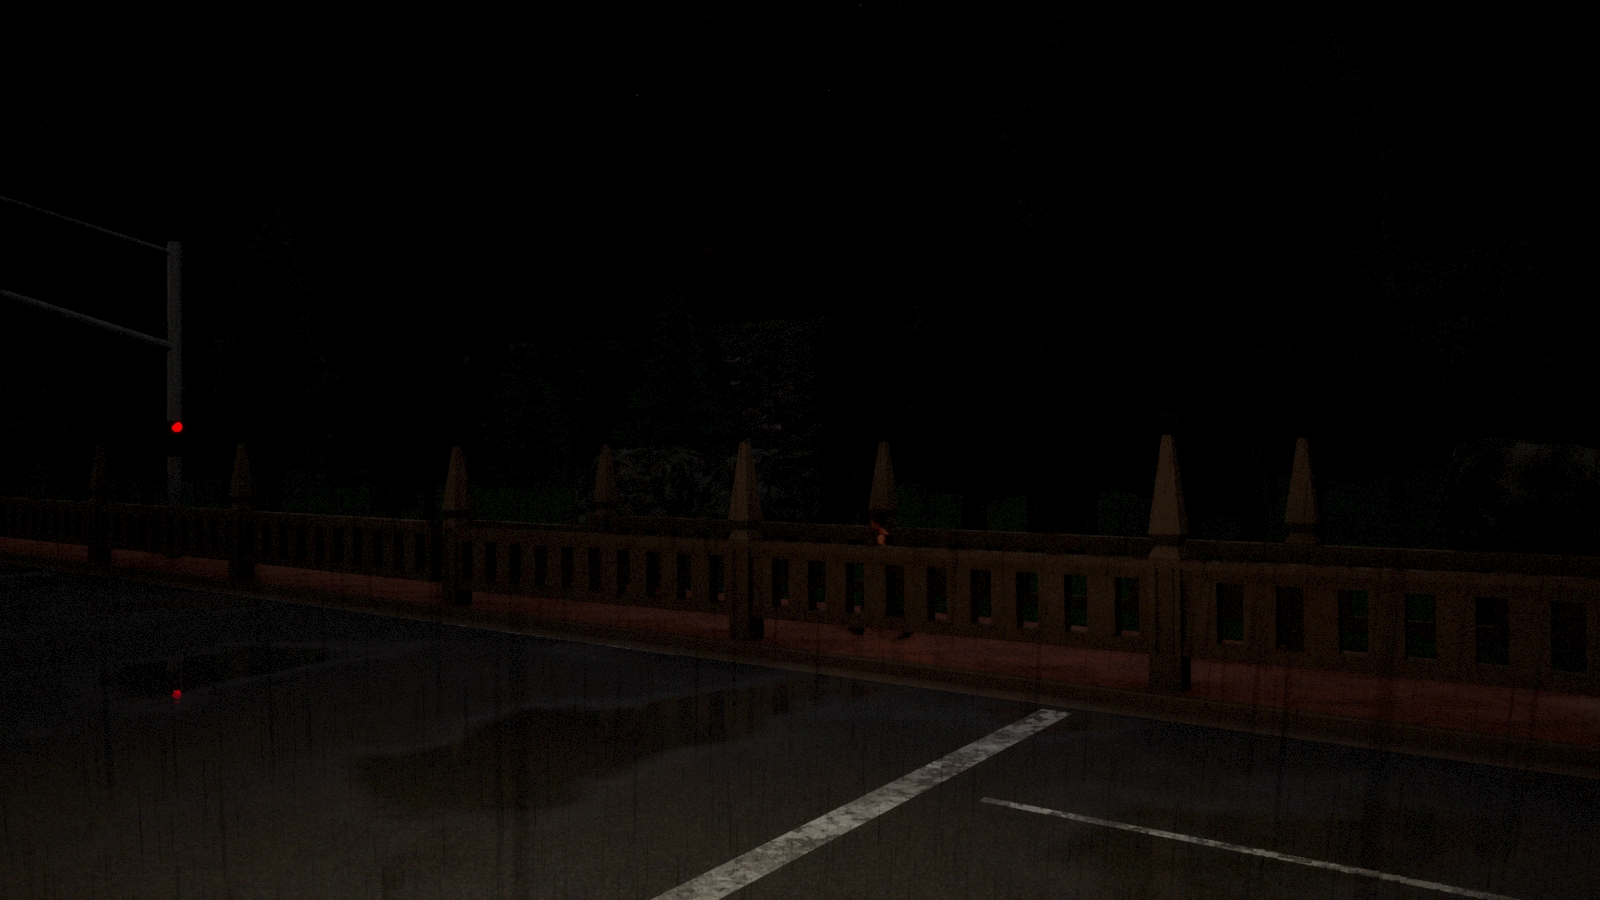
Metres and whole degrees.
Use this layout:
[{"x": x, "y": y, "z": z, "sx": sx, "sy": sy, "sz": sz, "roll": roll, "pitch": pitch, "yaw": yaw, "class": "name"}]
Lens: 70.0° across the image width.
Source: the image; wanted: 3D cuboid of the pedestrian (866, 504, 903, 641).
[{"x": 1.182, "y": 1.694, "z": 15.966, "sx": 0.375, "sy": 1.860, "sz": 0.375, "roll": 0, "pitch": 0, "yaw": 35, "class": "pedestrian"}]
